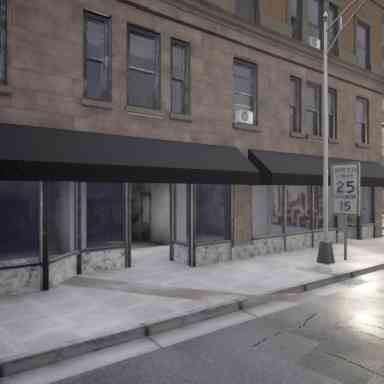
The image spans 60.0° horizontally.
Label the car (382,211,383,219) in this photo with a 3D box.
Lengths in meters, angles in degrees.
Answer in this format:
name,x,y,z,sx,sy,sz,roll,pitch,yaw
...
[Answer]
name,x,y,z,sx,sy,sz,roll,pitch,yaw
car,12.210,1.598,25.623,1.895,1.301,4.718,0,0,-36
